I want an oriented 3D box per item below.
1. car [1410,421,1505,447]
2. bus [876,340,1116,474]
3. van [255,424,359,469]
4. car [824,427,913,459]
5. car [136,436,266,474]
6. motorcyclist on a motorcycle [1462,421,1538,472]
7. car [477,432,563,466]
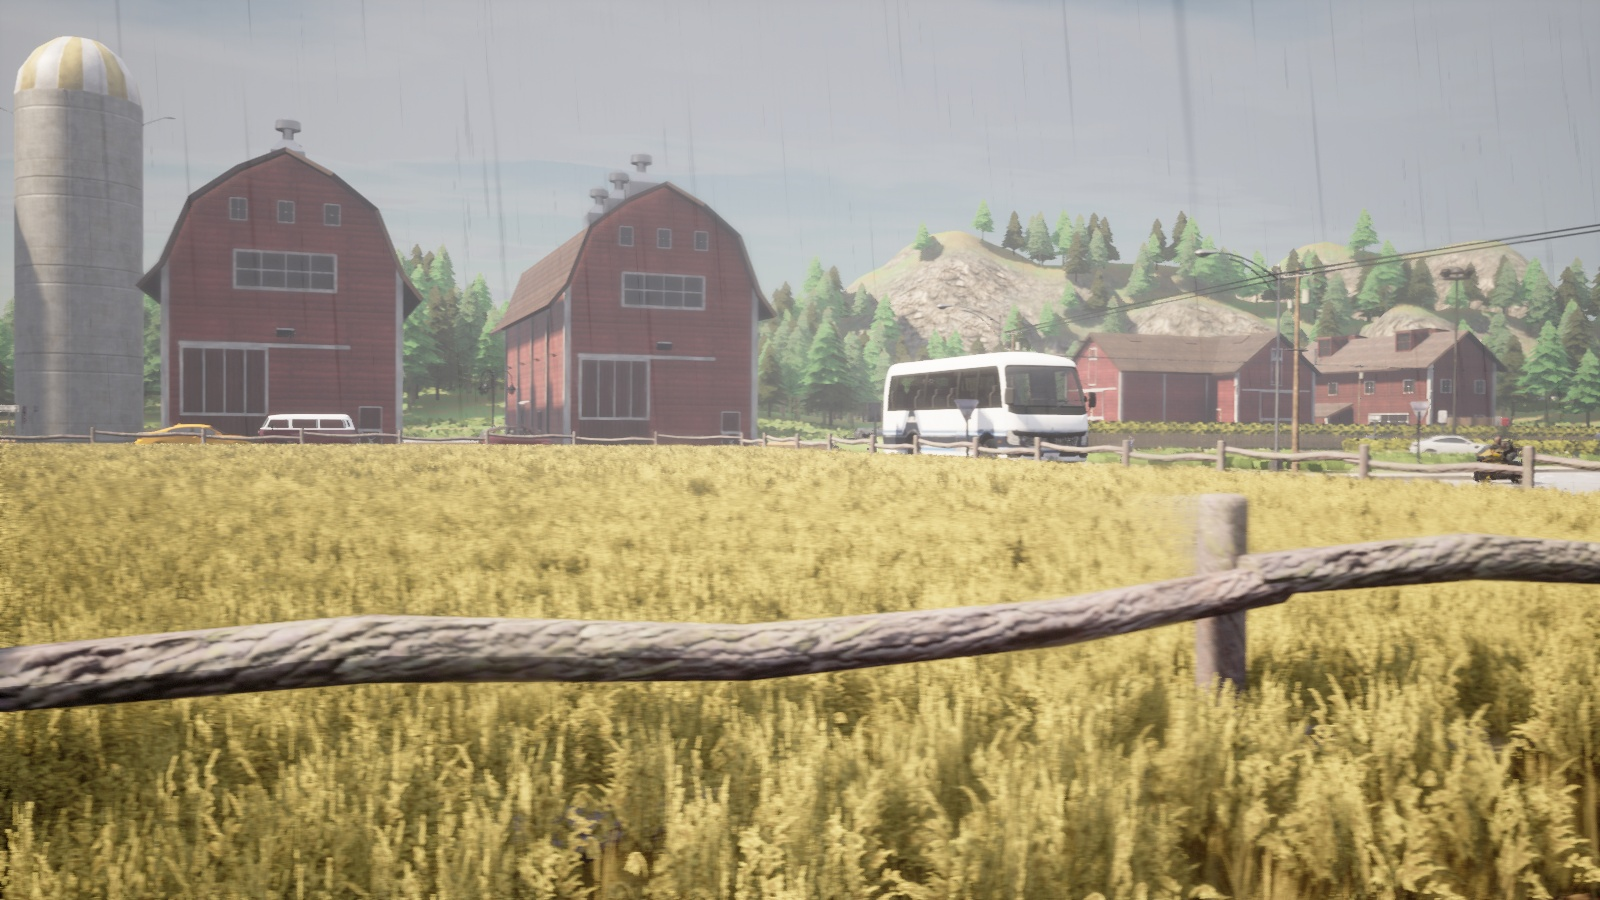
[{"bbox_3d":[37.713,-0.918,72.143,4.674,1.442,1.812,0,1,23],"label":"car"},{"bbox_3d":[6.705,-1.443,45.462,3.944,4.253,10.273,-1,1,-21],"label":"bus"},{"bbox_3d":[-23.467,-0.185,59.743,4.480,2.038,2.069,-1,1,-24],"label":"van"},{"bbox_3d":[3.310,-0.366,61.779,2.007,1.525,4.514,-1,1,-35],"label":"car"},{"bbox_3d":[-26.068,0.190,54.786,5.008,1.535,1.882,-1,1,-25],"label":"car"},{"bbox_3d":[21.816,-0.125,39.111,2.191,1.530,0.866,-1,1,-21],"label":"motorcyclist on a motorcycle"},{"bbox_3d":[-13.466,-0.075,60.395,3.705,1.549,1.789,-1,1,-24],"label":"car"}]
